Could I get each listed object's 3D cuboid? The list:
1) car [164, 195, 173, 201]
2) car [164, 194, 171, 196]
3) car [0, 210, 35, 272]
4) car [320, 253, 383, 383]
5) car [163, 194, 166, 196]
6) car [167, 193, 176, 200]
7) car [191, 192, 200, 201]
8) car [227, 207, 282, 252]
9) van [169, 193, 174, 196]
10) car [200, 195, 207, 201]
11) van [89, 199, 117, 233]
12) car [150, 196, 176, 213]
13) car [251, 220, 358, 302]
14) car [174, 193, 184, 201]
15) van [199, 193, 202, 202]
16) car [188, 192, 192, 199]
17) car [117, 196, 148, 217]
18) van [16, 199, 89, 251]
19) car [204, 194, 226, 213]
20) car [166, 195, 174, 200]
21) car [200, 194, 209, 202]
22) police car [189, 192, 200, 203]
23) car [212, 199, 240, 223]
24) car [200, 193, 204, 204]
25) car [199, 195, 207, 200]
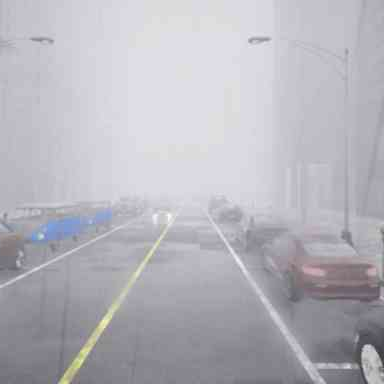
[{"bbox_3d":[-5.740,1.464,81.179,1.947,1.339,4.313,0,0,0],"label":"car"},{"bbox_3d":[-5.745,1.477,64.269,1.947,1.339,4.313,0,0,0],"label":"car"},{"bbox_3d":[-5.762,1.425,7.904,1.967,1.590,4.097,0,0,0],"label":"car"},{"bbox_3d":[2.761,1.546,2.281,2.008,1.369,4.403,0,0,0],"label":"car"},{"bbox_3d":[-5.748,1.465,52.996,1.887,1.381,4.507,0,0,0],"label":"car"},{"bbox_3d":[-5.737,1.204,92.452,2.192,1.841,5.009,0,0,0],"label":"car"},{"bbox_3d":[0.883,1.120,81.625,2.150,2.045,5.566,0,0,0],"label":"car"},{"bbox_3d":[2.765,1.525,13.553,2.008,1.369,4.403,0,0,0],"label":"car"},{"bbox_3d":[-5.742,1.243,75.542,1.690,1.788,3.998,0,0,0],"label":"van"},{"bbox_3d":[2.785,1.423,81.358,1.752,1.417,4.829,0,0,0],"label":"car"},{"bbox_3d":[-5.759,1.306,19.176,1.690,1.788,3.998,0,0,0],"label":"van"},{"bbox_3d":[-3.085,1.466,35.760,1.812,1.442,4.674,0,0,0],"label":"car"},{"bbox_3d":[2.763,1.566,7.917,1.802,1.307,4.206,0,0,0],"label":"car"},{"bbox_3d":[-2.976,1.294,76.687,1.882,1.535,5.008,0,0,0],"label":"car"},{"bbox_3d":[2.779,1.252,64.279,1.690,1.788,3.998,0,0,0],"label":"van"},{"bbox_3d":[0.796,1.254,75.545,2.097,1.767,4.553,0,0,-1],"label":"car"},{"bbox_3d":[-5.756,1.262,30.449,2.192,1.841,5.009,0,0,0],"label":"car"},{"bbox_3d":[-5.761,1.316,13.540,1.690,1.788,3.998,0,0,0],"label":"van"},{"bbox_3d":[2.771,1.254,36.097,2.192,1.841,5.009,0,0,0],"label":"car"},{"bbox_3d":[-5.738,1.460,86.816,1.947,1.339,4.313,0,0,0],"label":"car"},{"bbox_3d":[2.783,1.342,75.552,1.967,1.590,4.097,0,0,0],"label":"car"},{"bbox_3d":[0.920,1.335,65.705,1.930,1.638,5.238,0,0,0],"label":"police car"},{"bbox_3d":[2.768,1.500,24.825,1.887,1.381,4.507,0,0,0],"label":"car"},{"bbox_3d":[2.778,1.440,58.813,1.752,1.417,4.829,0,0,0],"label":"car"},{"bbox_3d":[2.787,1.444,86.824,2.008,1.369,4.403,0,0,0],"label":"car"}]
